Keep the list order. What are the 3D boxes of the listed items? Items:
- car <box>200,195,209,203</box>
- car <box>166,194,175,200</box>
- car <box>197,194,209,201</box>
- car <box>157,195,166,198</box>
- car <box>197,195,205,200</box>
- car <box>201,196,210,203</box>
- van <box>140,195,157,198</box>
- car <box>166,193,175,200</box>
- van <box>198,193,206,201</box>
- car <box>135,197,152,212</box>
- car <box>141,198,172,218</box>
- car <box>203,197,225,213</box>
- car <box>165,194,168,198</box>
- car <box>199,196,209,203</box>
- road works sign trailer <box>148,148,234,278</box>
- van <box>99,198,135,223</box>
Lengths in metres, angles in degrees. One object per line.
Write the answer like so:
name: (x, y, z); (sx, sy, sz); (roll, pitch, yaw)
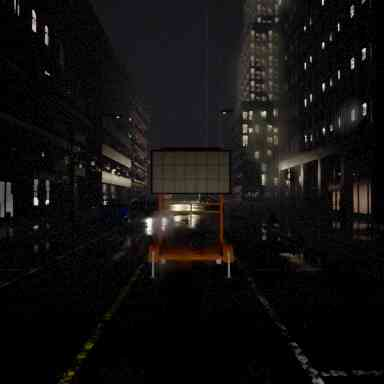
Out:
car: (2.568, 1.517, 47.896); (1.887, 1.381, 4.507); (1, 0, 0)
car: (-5.907, 1.231, 82.181); (2.192, 1.841, 5.009); (1, 0, 0)
car: (2.523, 1.261, 64.990); (2.192, 1.841, 5.009); (1, 0, 0)
car: (-5.830, 1.515, 53.687); (2.008, 1.369, 4.403); (1, 0, 0)
car: (2.429, 1.470, 87.782); (1.947, 1.339, 4.313); (1, 0, 0)
car: (2.583, 1.530, 42.197); (2.008, 1.369, 4.403); (1, 0, 0)
van: (-5.793, 1.320, 42.290); (1.690, 1.788, 3.998); (1, 0, 0)
car: (-5.939, 1.207, 93.577); (2.192, 1.841, 5.009); (1, 0, 0)
van: (2.483, 1.257, 82.084); (1.690, 1.788, 3.998); (1, 0, 0)
car: (-5.781, 1.551, 36.593); (1.947, 1.339, 4.313); (1, 0, 0)
car: (-3.087, 1.553, 30.143); (1.994, 1.385, 4.181); (0, 0, 0)
car: (2.600, 1.536, 36.500); (2.008, 1.369, 4.403); (1, 0, 0)
car: (-5.847, 1.538, 59.385); (1.802, 1.307, 4.206); (1, 0, 0)
car: (2.502, 1.487, 70.688); (2.008, 1.369, 4.403); (1, 0, 0)
road works sign trailer: (-0.029, 0.465, 10.112); (2.380, 3.560, 2.880); (0, 0, 0)
van: (-5.744, 1.334, 25.192); (1.690, 1.788, 3.998); (1, 0, 0)
